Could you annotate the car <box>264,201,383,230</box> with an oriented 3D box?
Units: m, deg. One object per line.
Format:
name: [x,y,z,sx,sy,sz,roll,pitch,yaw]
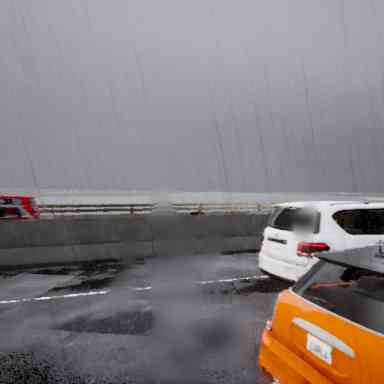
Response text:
car: [4.249,1.223,7.703,5.566,2.045,2.150,0,0,-20]

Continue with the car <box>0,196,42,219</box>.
car: [-10.878,1.215,17.354,5.566,2.045,2.150,0,0,-20]

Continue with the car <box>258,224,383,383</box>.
car: [3.084,1.354,3.567,4.553,1.767,2.097,0,0,-20]

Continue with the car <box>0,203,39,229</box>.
car: [-12.298,1.470,20.561,5.008,1.535,1.882,0,0,-20]

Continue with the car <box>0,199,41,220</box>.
car: [-9.166,1.347,14.249,4.553,1.767,2.097,0,0,-20]
